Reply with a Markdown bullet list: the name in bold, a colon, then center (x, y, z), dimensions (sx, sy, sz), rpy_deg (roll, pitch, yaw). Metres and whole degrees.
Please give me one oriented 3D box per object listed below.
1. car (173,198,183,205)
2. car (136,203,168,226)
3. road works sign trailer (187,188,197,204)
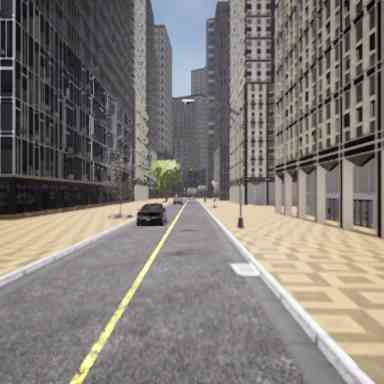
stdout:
- **car**: center (-2.753, 1.804, 66.025), dimensions (2.033, 1.411, 5.357), rpy_deg (0, 0, 0)
- **car**: center (-2.850, 1.552, 24.237), dimensions (1.882, 1.535, 5.008), rpy_deg (0, 0, 0)
- **road works sign trailer**: center (-0.001, 0.764, 72.832), dimensions (2.380, 3.560, 2.880), rpy_deg (0, 0, 0)
